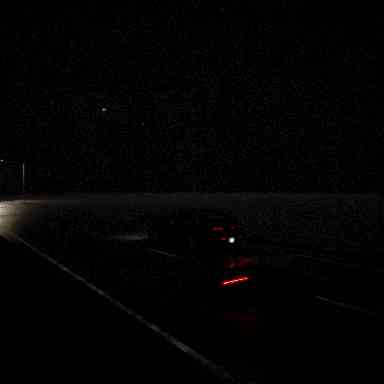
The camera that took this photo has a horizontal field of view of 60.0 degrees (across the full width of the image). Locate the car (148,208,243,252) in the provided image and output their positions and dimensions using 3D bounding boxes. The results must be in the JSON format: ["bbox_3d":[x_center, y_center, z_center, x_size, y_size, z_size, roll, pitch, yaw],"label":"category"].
[{"bbox_3d":[-0.044,1.427,13.634,1.837,1.490,4.892,0,0,-36],"label":"car"}]
